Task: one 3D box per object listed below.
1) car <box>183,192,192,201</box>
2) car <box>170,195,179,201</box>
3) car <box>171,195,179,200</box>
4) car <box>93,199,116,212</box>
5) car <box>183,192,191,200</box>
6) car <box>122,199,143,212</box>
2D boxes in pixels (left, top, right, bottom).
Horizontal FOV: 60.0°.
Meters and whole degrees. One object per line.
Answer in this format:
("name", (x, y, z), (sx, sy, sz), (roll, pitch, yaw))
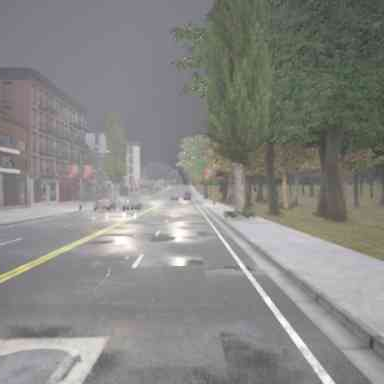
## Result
("car", (-1.122, 1.468, 80.614), (1.837, 1.490, 4.892), (0, 0, -1))
("car", (-4.383, 1.510, 81.397), (1.812, 1.442, 4.674), (0, 0, -1))
("car", (-4.509, 1.403, 90.182), (1.895, 1.301, 4.718), (0, 1, -1))
("car", (-10.287, 1.557, 39.539), (1.812, 1.442, 4.674), (0, 0, -1))
("car", (-1.261, 1.015, 90.225), (2.150, 2.045, 5.566), (0, 1, -1))
("car", (-7.037, 1.574, 39.585), (1.994, 1.385, 4.181), (0, 0, -1))
